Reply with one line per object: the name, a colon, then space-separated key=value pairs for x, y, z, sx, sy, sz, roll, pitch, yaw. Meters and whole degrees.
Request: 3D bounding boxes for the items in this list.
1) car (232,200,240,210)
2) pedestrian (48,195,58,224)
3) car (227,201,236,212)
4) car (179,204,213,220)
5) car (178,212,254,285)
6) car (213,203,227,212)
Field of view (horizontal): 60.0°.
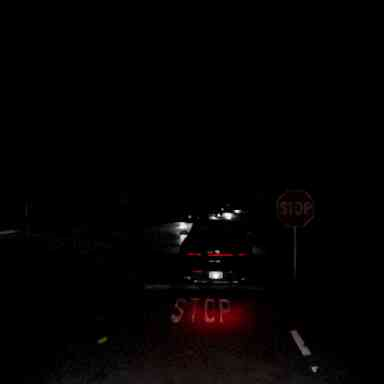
car: x=7.167 y=2.259 z=57.954 sx=2.097 sy=1.767 sz=4.553 roll=0 pitch=-1 yaw=13
pedestrian: x=-9.161 y=1.151 z=21.931 sx=0.375 sy=1.860 sz=0.375 roll=0 pitch=-4 yaw=4
car: x=4.773 y=2.293 z=47.724 sx=1.895 sy=1.301 sz=4.718 roll=0 pitch=-1 yaw=14
car: x=0.247 y=1.890 z=29.157 sx=1.994 sy=1.385 sz=4.181 roll=0 pitch=-1 yaw=13
car: x=0.688 y=1.567 z=9.685 sx=1.837 sy=1.490 sz=4.892 roll=0 pitch=0 yaw=4
car: x=2.360 y=2.050 z=38.194 sx=2.033 sy=1.411 sz=5.357 roll=0 pitch=-1 yaw=15
